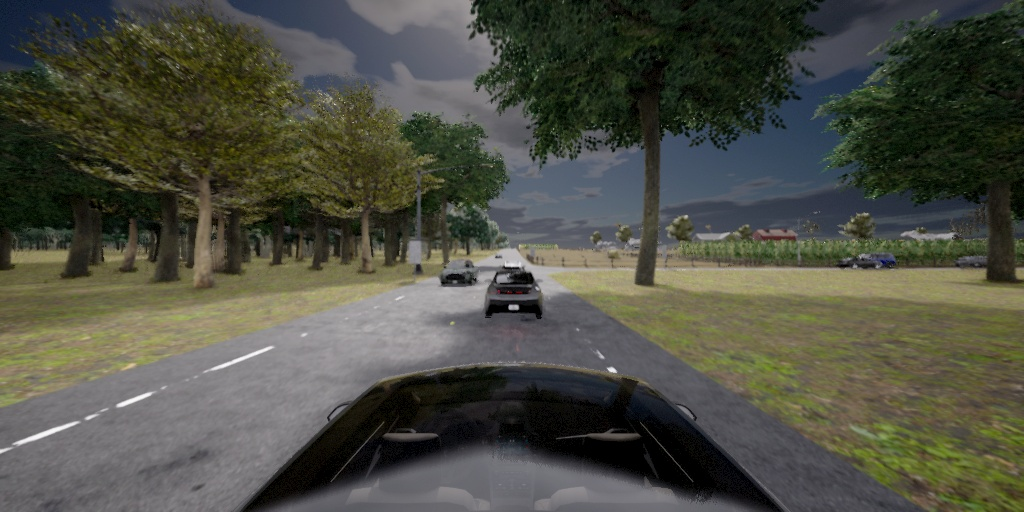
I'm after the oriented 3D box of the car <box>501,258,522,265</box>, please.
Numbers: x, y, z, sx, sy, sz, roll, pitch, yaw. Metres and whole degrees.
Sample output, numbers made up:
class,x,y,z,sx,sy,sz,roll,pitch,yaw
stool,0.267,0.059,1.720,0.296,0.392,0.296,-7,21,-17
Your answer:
class,x,y,z,sx,sy,sz,roll,pitch,yaw
car,0.069,1.130,27.848,2.128,1.511,4.902,0,1,1

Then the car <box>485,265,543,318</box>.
class,x,y,z,sx,sy,sz,roll,pitch,yaw
car,0.068,1.244,12.952,1.837,1.490,4.892,0,0,0

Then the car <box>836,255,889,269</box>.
class,x,y,z,sx,sy,sz,roll,pitch,yaw
car,43.733,0.926,45.167,4.892,1.490,1.837,0,-1,0

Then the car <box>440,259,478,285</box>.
class,x,y,z,sx,sy,sz,roll,pitch,yaw
car,-3.576,1.017,24.816,2.097,1.767,4.553,0,1,0
